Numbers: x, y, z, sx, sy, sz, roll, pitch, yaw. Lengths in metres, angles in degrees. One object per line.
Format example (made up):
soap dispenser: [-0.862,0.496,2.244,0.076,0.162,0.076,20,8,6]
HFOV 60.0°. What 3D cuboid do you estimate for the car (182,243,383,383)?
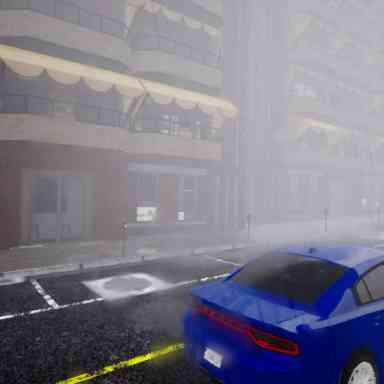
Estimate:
car: [2.224,1.480,4.745,5.008,1.535,1.882,0,0,-35]
